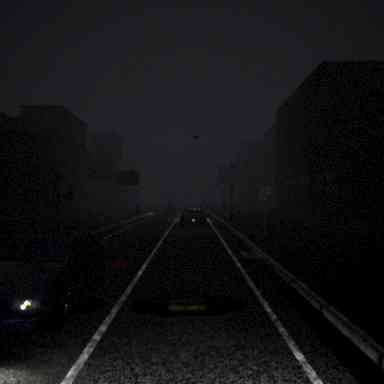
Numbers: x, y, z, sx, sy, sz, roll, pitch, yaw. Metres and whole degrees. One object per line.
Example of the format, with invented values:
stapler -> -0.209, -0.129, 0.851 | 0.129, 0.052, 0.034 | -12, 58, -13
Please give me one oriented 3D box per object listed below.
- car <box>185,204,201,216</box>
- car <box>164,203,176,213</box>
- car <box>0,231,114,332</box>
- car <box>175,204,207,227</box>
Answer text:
car -> 0.101, 2.249, 41.995 | 1.895, 1.301, 4.718 | 0, -1, 0
car -> -3.072, 2.348, 49.514 | 1.837, 1.490, 4.892 | 0, -2, 0
car -> -3.100, 1.585, 7.284 | 2.033, 1.411, 5.357 | 1, -2, -1
car -> 0.100, 1.732, 24.600 | 2.128, 1.511, 4.902 | 0, -1, 0
